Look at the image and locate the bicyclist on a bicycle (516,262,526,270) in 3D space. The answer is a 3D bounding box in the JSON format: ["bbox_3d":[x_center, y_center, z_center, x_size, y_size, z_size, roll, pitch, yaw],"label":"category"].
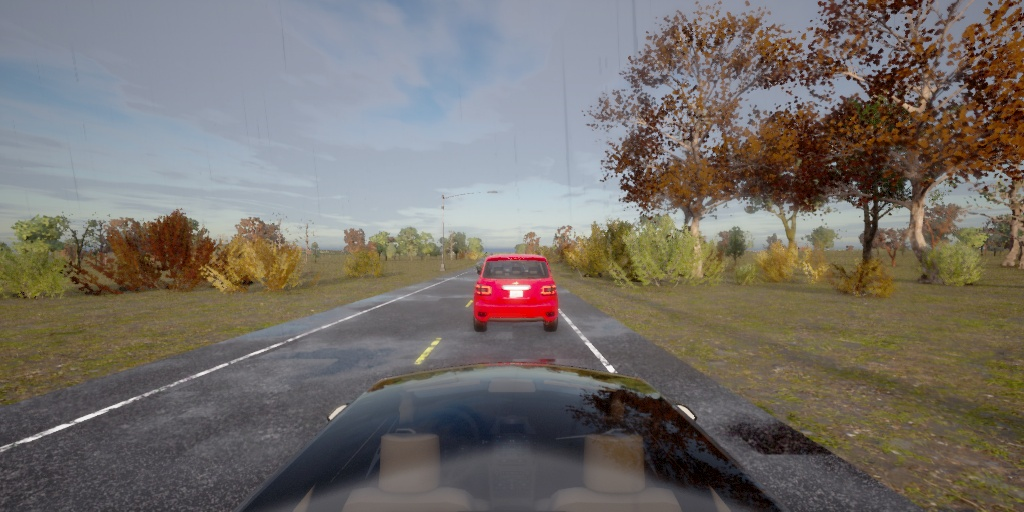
[{"bbox_3d":[0.859,1.110,30.169,0.659,1.776,1.843,0,0,0],"label":"bicyclist on a bicycle"}]

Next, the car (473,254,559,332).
[{"bbox_3d":[0.078,0.968,10.990,2.150,2.045,5.566,0,0,-1],"label":"car"}]

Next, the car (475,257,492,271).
[{"bbox_3d":[-3.872,1.086,49.908,2.097,1.767,4.553,0,0,-1],"label":"car"}]
